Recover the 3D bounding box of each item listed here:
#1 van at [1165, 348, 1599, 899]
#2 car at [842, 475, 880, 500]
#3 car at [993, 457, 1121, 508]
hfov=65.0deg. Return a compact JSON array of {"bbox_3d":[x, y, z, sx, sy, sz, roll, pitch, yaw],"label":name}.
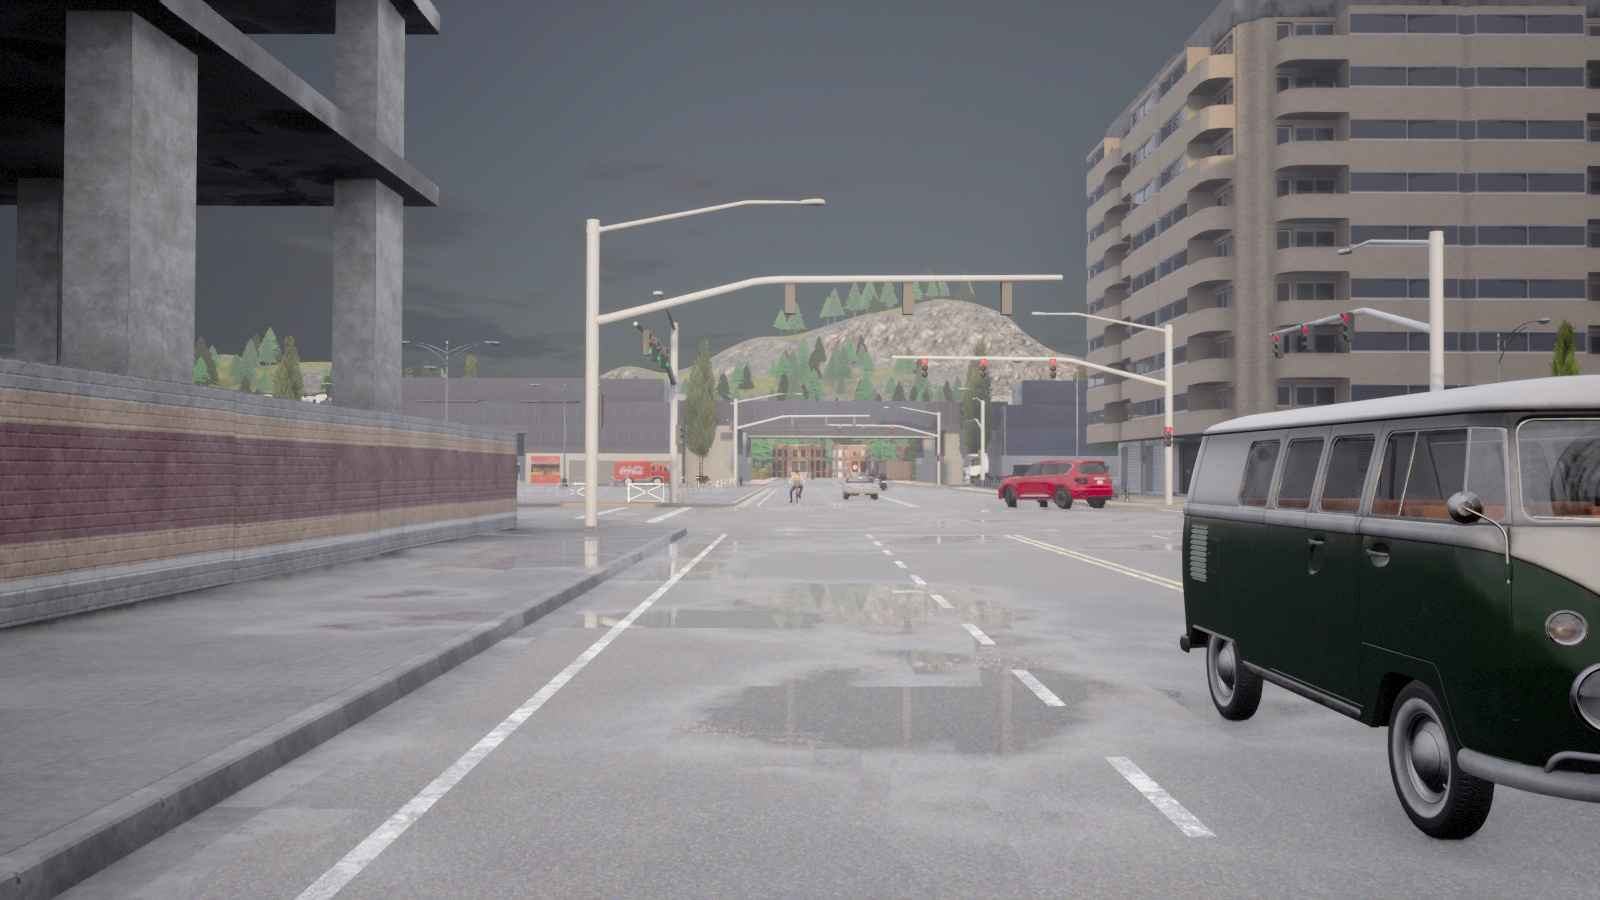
[{"bbox_3d":[3.485,0.665,6.680,1.775,1.987,4.442,0,-1,0],"label":"van"},{"bbox_3d":[3.348,2.071,69.814,1.895,1.301,4.718,0,-1,0],"label":"car"},{"bbox_3d":[10.852,1.373,53.511,2.150,2.045,5.566,0,-1,-31],"label":"car"}]
